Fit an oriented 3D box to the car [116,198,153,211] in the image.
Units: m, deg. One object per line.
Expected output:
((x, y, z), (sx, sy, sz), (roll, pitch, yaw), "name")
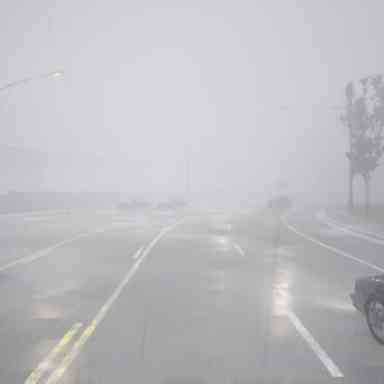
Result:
((-6.120, 1.322, 35.838), (1.895, 1.301, 4.718), (0, 0, 22), "car")

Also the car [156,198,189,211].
((-2.105, 1.289, 36.426), (1.895, 1.301, 4.718), (0, 0, 24), "car")

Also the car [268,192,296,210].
((9.506, 1.105, 35.869), (1.812, 1.442, 4.674), (-1, 0, 29), "car")

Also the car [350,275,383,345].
((3.601, 1.519, 3.184), (2.033, 1.411, 5.357), (0, 1, 0), "car")

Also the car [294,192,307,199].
((20.991, 0.715, 67.074), (5.008, 1.535, 1.882), (-1, 0, -33), "car")

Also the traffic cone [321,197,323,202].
((20.472, 1.260, 52.476), (0.340, 0.580, 0.340), (-1, 0, -43), "traffic cone")

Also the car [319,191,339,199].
((27.676, 0.562, 66.883), (4.674, 1.442, 1.812), (-1, 0, -30), "car")

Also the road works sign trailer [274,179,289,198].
((12.841, -0.087, 47.447), (2.880, 3.560, 2.380), (-1, 0, -43), "road works sign trailer")
